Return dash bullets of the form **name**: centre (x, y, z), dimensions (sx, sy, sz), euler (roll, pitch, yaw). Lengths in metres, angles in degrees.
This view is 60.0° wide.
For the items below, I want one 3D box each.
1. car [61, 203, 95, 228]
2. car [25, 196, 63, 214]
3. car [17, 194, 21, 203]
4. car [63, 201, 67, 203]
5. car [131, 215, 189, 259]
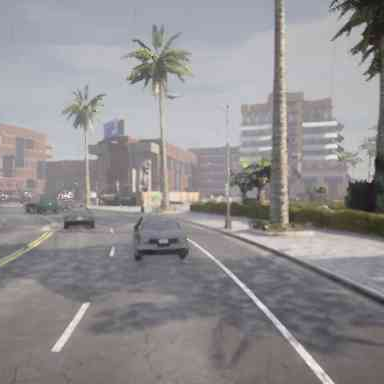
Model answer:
- **car**: centre (-8.007, 1.695, 23.466), dimensions (1.994, 1.385, 4.181), euler (0, 0, -21)
- **car**: centre (-17.765, 1.457, 39.201), dimensions (2.150, 2.045, 5.566), euler (0, -1, -44)
- **car**: centre (-41.667, 1.920, 82.530), dimensions (4.193, 1.474, 1.816), euler (0, 0, 14)
- **car**: centre (-18.341, 1.751, 44.367), dimensions (4.902, 1.511, 2.128), euler (0, 0, 42)
- **car**: centre (-1.353, 1.607, 12.900), dimensions (2.033, 1.411, 5.357), euler (0, 0, -11)
